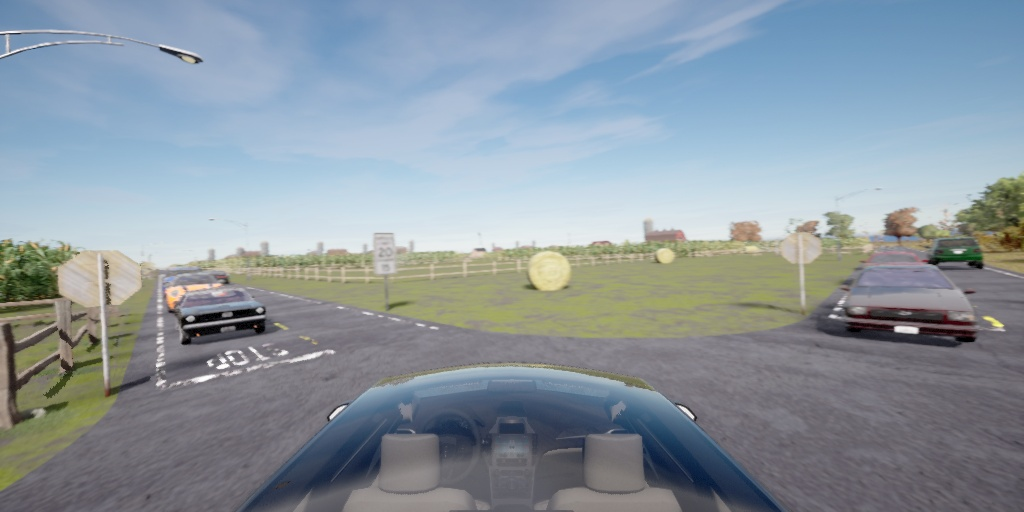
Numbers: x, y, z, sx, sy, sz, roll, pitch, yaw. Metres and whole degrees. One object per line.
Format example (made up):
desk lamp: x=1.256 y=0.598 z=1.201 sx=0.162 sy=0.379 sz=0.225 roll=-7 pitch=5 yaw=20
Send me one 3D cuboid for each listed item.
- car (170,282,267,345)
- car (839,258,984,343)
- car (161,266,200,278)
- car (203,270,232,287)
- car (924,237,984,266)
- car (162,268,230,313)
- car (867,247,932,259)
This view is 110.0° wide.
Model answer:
car: x=-9.047 y=1.679 z=11.030 sx=1.895 sy=1.301 sz=4.718 roll=-3 pitch=1 yaw=-45
car: x=9.343 y=0.929 z=8.621 sx=5.357 sy=1.411 sz=2.033 roll=-2 pitch=0 yaw=-44
car: x=-22.735 y=1.785 z=24.994 sx=2.150 sy=2.045 sz=5.566 roll=-3 pitch=1 yaw=-42
car: x=-30.726 y=2.306 z=37.316 sx=1.837 sy=1.490 sz=4.892 roll=-3 pitch=1 yaw=-44
car: x=29.958 y=-0.219 z=24.396 sx=5.566 sy=2.045 sz=2.150 roll=-2 pitch=0 yaw=-44
car: x=-15.600 y=1.663 z=17.695 sx=2.097 sy=1.767 sz=4.553 roll=-3 pitch=1 yaw=-45
car: x=17.462 y=0.538 z=16.436 sx=5.008 sy=1.535 sz=1.882 roll=-2 pitch=-1 yaw=-44
